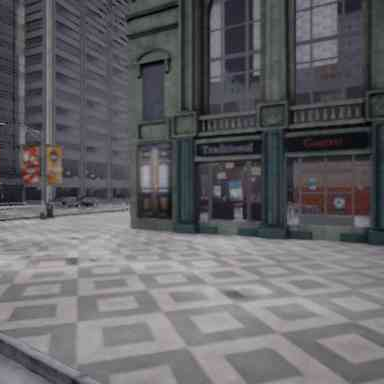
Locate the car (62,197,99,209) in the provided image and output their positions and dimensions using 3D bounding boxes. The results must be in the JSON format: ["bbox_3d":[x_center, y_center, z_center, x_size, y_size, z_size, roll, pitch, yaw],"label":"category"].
[{"bbox_3d":[-14.995,1.485,45.739,1.837,1.490,4.892,0,0,26],"label":"car"}]

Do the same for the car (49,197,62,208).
[{"bbox_3d":[-17.927,1.476,47.128,2.128,1.511,4.902,0,0,26],"label":"car"}]

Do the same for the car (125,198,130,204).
[{"bbox_3d":[-10.362,1.426,62.515,2.033,1.411,5.357,0,0,26],"label":"car"}]
